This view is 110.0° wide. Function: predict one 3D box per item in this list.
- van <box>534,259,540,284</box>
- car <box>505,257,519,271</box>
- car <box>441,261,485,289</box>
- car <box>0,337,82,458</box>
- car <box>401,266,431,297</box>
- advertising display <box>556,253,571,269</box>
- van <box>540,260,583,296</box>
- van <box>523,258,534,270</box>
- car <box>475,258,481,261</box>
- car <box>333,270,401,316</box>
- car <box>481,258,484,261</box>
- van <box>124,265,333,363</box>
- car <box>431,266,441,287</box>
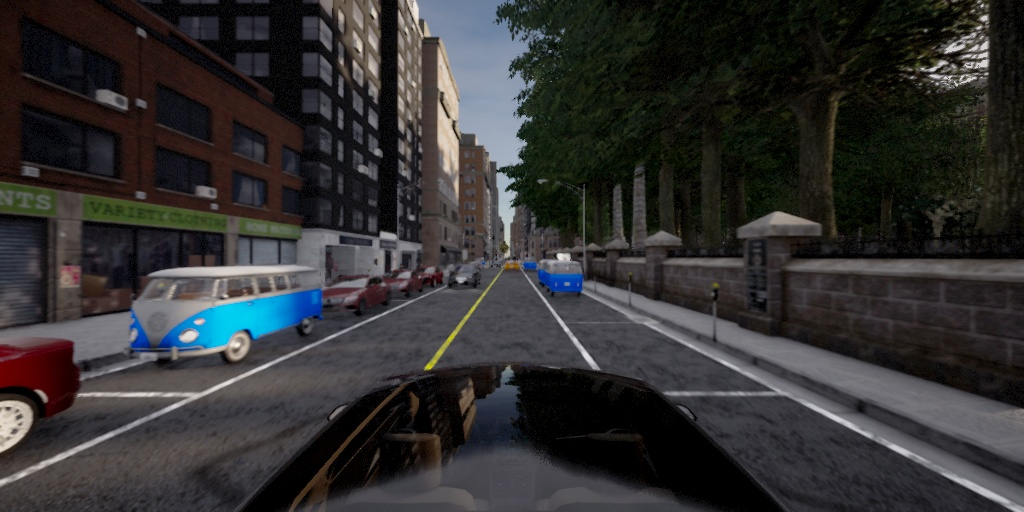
[{"bbox_3d":[2.672,1.153,24.882,1.690,1.789,3.998,0,0,0],"label":"van"},{"bbox_3d":[0.023,1.346,51.277,1.882,1.535,5.008,0,0,0],"label":"car"},{"bbox_3d":[-3.096,1.302,24.165,2.128,1.511,4.902,0,0,0],"label":"car"},{"bbox_3d":[-5.856,1.297,2.215,1.888,1.381,4.507,0,0,0],"label":"car"},{"bbox_3d":[-5.854,1.381,19.197,1.802,1.307,4.207,0,0,0],"label":"car"},{"bbox_3d":[5.640,0.868,39.311,1.540,2.440,0.280,0,0,0],"label":"advertising display"},{"bbox_3d":[2.671,1.140,19.223,1.690,1.789,3.998,0,0,0],"label":"van"},{"bbox_3d":[2.675,1.204,53.171,1.690,1.789,3.998,0,0,0],"label":"van"},{"bbox_3d":[-5.850,1.429,53.161,1.948,1.339,4.313,0,0,0],"label":"car"},{"bbox_3d":[-5.855,1.366,13.536,1.802,1.307,4.207,0,0,0],"label":"car"},{"bbox_3d":[-5.849,1.415,58.821,1.888,1.381,4.507,0,0,0],"label":"car"},{"bbox_3d":[-5.855,1.109,7.876,1.690,1.789,3.998,0,0,0],"label":"van"},{"bbox_3d":[-5.853,1.358,24.857,1.888,1.381,4.507,0,0,0],"label":"car"}]
